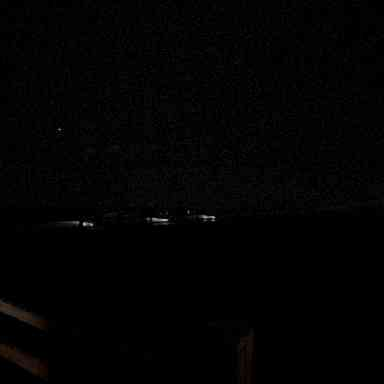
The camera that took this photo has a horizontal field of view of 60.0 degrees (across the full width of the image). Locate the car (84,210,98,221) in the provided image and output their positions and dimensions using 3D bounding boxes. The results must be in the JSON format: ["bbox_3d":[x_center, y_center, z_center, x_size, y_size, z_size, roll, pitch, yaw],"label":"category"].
[{"bbox_3d":[-8.284,2.219,33.297,2.033,1.411,5.357,3,0,36],"label":"car"}]

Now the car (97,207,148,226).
[{"bbox_3d":[-6.138,2.322,31.234,1.812,1.442,4.674,3,0,36],"label":"car"}]

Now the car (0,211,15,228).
[{"bbox_3d":[-14.976,1.877,23.711,1.994,1.385,4.181,3,0,33],"label":"car"}]

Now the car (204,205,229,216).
[{"bbox_3d":[3.780,2.790,50.017,1.837,1.490,4.892,3,0,36],"label":"car"}]

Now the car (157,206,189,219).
[{"bbox_3d":[-2.289,2.490,41.632,1.837,1.490,4.892,3,0,36],"label":"car"}]
